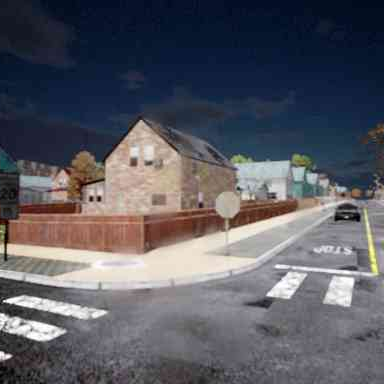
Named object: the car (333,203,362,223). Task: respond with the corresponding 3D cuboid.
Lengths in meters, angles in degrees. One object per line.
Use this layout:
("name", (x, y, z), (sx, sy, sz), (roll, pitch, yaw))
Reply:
("car", (12.754, 1.625, 27.232), (1.882, 1.535, 5.008), (-1, 0, 27))
